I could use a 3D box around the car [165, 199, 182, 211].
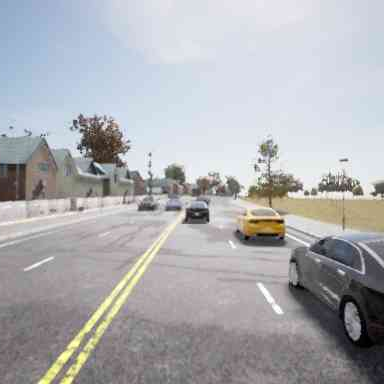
[{"bbox_3d":[-2.273,1.600,42.033,1.812,1.442,4.674,0,0,3],"label":"car"}]

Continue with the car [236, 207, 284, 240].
[{"bbox_3d":[3.416,1.507,17.239,1.882,1.535,5.008,0,0,1],"label":"car"}]

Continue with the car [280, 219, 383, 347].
[{"bbox_3d":[3.269,1.517,6.296,1.837,1.490,4.892,0,0,0],"label":"car"}]

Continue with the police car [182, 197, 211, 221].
[{"bbox_3d":[0.471,1.470,27.509,1.930,1.638,5.238,0,0,2],"label":"police car"}]

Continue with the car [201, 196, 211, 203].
[{"bbox_3d":[3.347,1.694,77.624,2.128,1.511,4.902,0,0,5],"label":"car"}]

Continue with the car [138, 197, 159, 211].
[{"bbox_3d":[-5.503,1.424,42.487,2.097,1.767,4.553,0,0,3],"label":"car"}]
